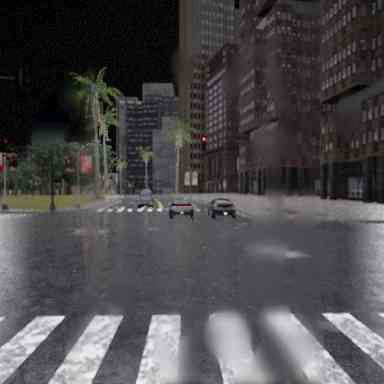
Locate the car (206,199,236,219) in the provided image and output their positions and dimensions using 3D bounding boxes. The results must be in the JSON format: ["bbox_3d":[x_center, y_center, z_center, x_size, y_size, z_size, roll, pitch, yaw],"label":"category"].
[{"bbox_3d":[2.332,1.303,27.341,1.837,1.490,4.892,0,1,-4],"label":"car"}]

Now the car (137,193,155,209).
[{"bbox_3d":[-5.407,1.171,39.276,2.033,1.411,5.357,0,1,-6],"label":"car"}]

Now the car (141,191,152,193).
[{"bbox_3d":[-7.201,1.005,54.320,1.895,1.301,4.718,0,1,-8],"label":"car"}]

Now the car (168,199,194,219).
[{"bbox_3d":[-0.929,1.299,27.249,2.128,1.511,4.902,0,1,-4],"label":"car"}]

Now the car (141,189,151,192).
[{"bbox_3d":[-9.578,0.390,69.848,2.150,2.045,5.566,0,1,-10],"label":"car"}]
